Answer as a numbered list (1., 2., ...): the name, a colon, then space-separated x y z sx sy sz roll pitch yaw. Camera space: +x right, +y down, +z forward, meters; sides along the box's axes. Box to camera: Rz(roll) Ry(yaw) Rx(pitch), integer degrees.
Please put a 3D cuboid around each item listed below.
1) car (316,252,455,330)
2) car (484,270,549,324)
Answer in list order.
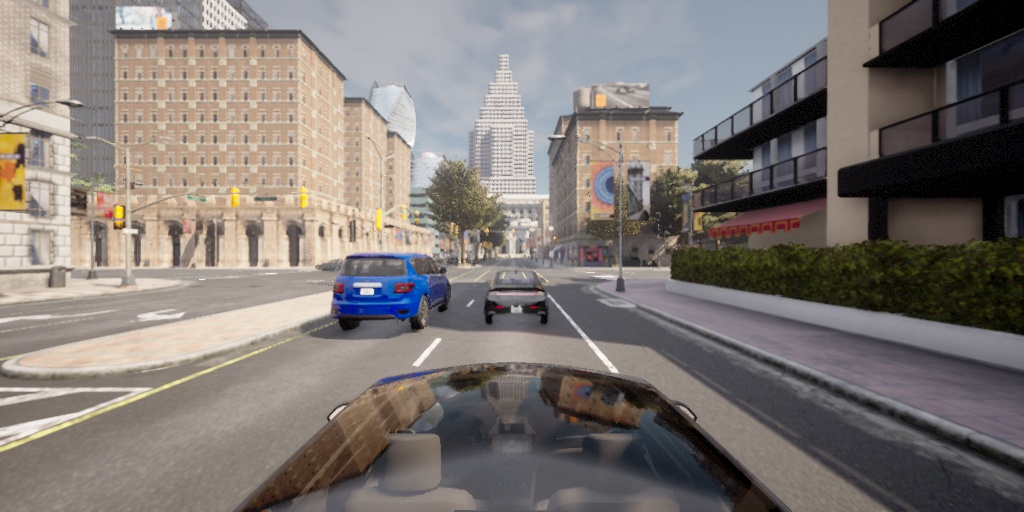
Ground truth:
1. car: -3.371 0.927 11.061 2.150 2.045 5.566 0 0 0
2. car: 0.134 1.196 11.801 2.128 1.511 4.902 0 0 0
